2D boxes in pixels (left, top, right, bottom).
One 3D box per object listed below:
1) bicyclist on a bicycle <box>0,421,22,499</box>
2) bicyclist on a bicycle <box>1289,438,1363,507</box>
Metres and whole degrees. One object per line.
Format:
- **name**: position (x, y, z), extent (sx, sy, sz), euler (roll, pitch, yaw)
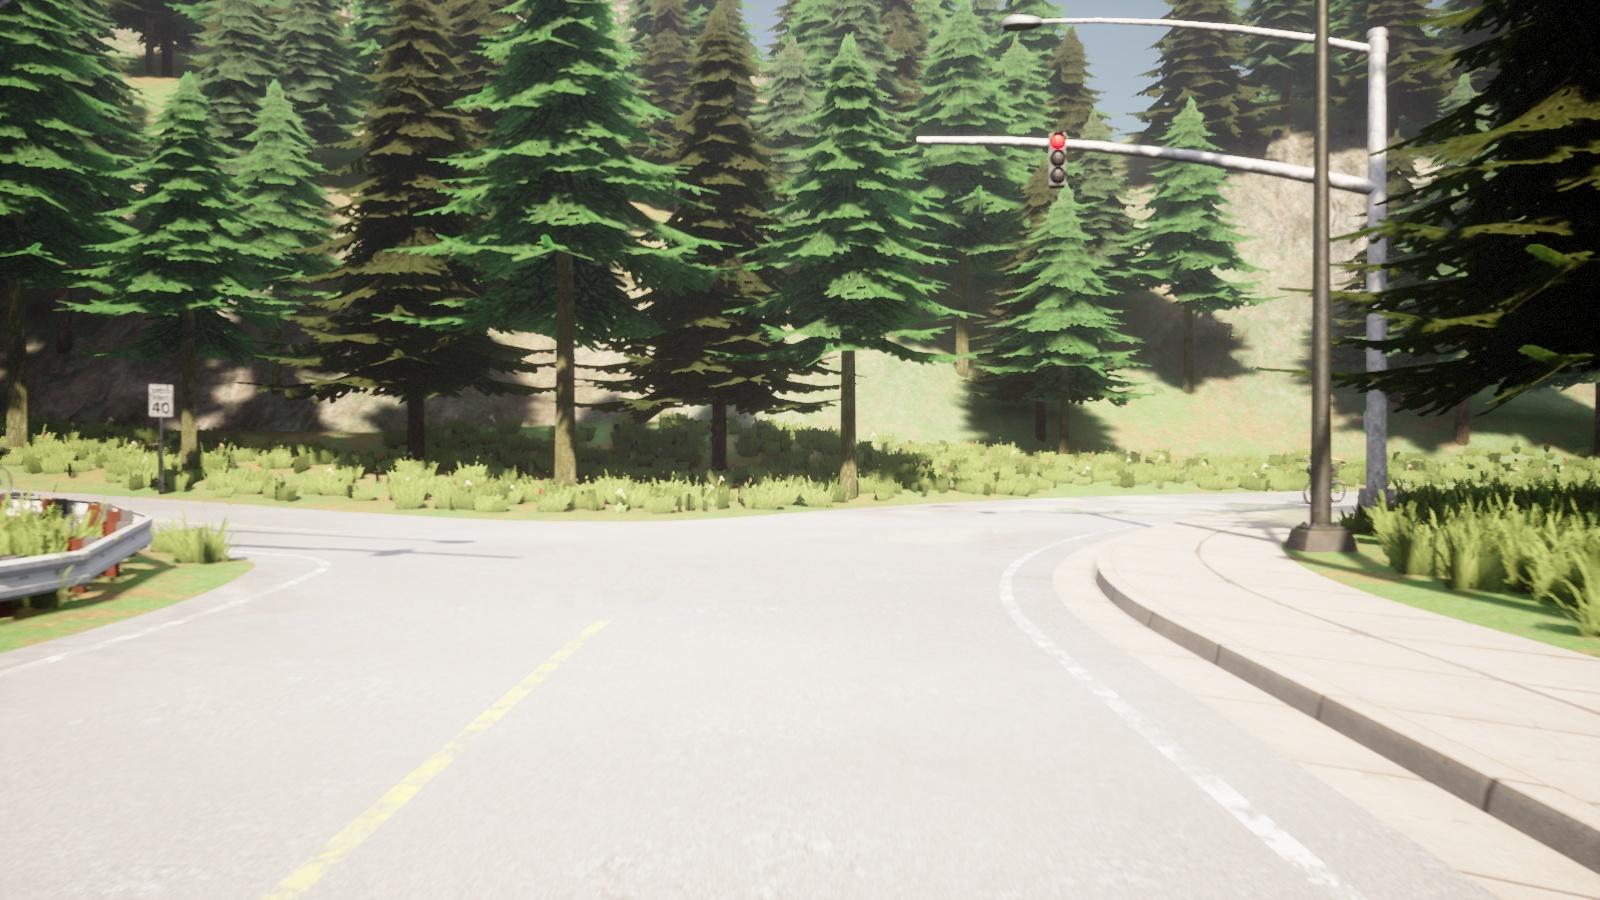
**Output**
- **bicyclist on a bicycle**: position (-17.587, 0.183, 26.893), extent (1.656, 1.620, 0.582), euler (2, 1, 16)
- **bicyclist on a bicycle**: position (12.734, 0.522, 30.403), extent (1.509, 1.612, 0.866), euler (0, 1, -29)
